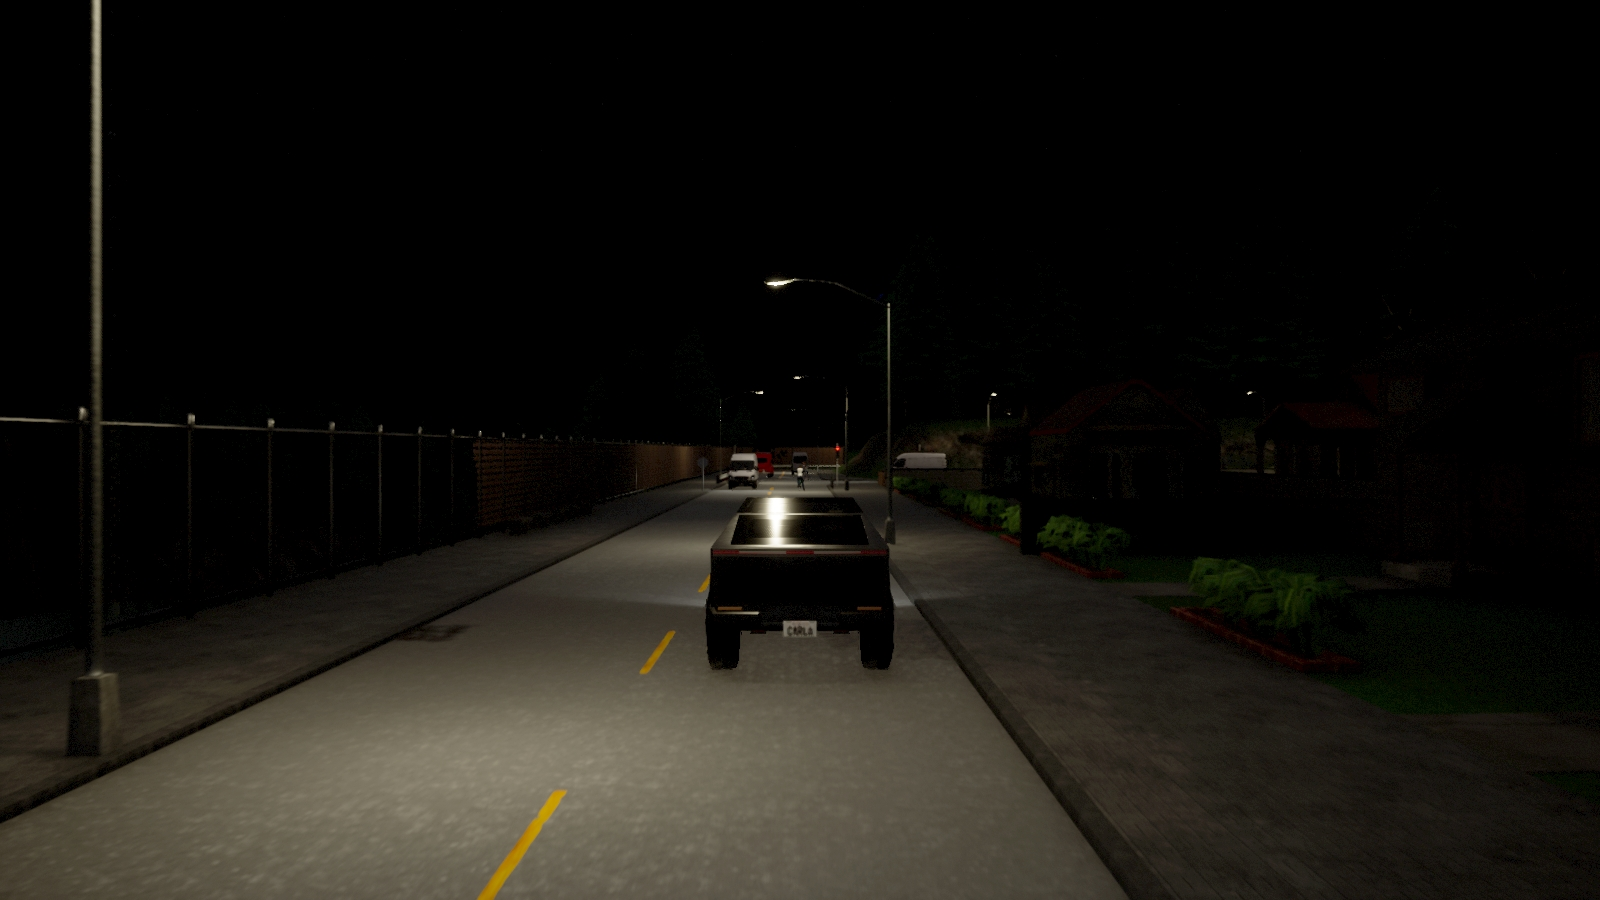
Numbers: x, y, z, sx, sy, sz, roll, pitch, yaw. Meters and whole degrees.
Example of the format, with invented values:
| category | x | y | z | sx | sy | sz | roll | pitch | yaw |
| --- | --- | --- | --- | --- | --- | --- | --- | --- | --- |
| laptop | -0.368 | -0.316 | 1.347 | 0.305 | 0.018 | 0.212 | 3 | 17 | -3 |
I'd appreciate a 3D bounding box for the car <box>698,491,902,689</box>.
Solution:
| category | x | y | z | sx | sy | sz | roll | pitch | yaw |
| --- | --- | --- | --- | --- | --- | --- | --- | --- | --- |
| car | -0.001 | 1.752 | 16.536 | 2.390 | 2.098 | 6.274 | 0 | 0 | 0 |
